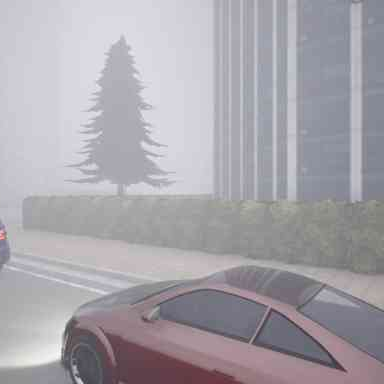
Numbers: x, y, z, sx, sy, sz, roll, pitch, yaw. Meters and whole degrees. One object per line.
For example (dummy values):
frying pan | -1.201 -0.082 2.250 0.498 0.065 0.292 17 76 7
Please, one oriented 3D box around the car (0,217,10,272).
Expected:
car | -7.179 1.221 9.072 5.566 2.045 2.150 0 0 35

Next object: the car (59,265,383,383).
car | 0.434 1.564 3.683 4.181 1.385 1.994 0 0 35
